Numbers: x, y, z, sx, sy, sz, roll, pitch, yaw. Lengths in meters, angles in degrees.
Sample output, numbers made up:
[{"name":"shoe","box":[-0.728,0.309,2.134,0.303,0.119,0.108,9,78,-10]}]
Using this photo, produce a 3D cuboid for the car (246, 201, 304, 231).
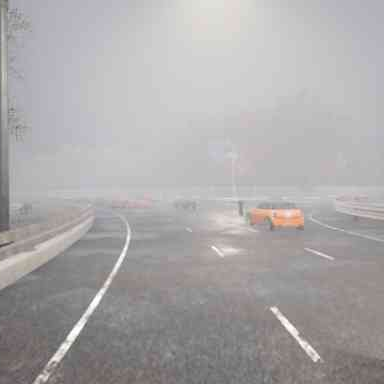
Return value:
[{"name":"car","box":[4.935,1.318,20.397,2.097,1.767,4.553,0,0,-10]}]

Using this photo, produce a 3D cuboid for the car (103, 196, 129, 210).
[{"name":"car","box":[-10.381,1.630,45.278,1.994,1.385,4.181,0,0,-26]}]

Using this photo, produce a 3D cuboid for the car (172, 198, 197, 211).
[{"name":"car","box":[-0.982,1.513,40.796,1.837,1.490,4.892,0,0,-22]}]

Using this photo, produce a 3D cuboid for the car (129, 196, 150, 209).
[{"name":"car","box":[-7.699,1.400,47.791,2.097,1.767,4.553,0,0,-26]}]

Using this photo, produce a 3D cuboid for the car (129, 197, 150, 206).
[{"name":"car","box":[-9.158,1.621,57.742,1.994,1.385,4.181,0,0,-33]}]

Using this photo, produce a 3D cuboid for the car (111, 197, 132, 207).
[{"name":"car","box":[-11.840,1.601,55.422,1.812,1.442,4.674,0,0,-33]}]

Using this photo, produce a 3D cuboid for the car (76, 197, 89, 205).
[{"name":"car","box":[-20.138,1.644,61.741,1.837,1.490,4.892,0,0,-38]}]

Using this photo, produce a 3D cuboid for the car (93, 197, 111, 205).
[{"name":"car","box":[-17.292,1.685,63.779,1.994,1.385,4.181,0,0,-38]}]

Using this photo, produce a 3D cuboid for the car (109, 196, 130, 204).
[{"name":"car","box":[-14.447,1.566,65.817,2.128,1.511,4.902,0,0,-38]}]

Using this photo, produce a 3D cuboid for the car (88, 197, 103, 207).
[{"name":"car","box":[-14.461,1.640,52.995,2.033,1.411,5.357,0,0,-30]}]
